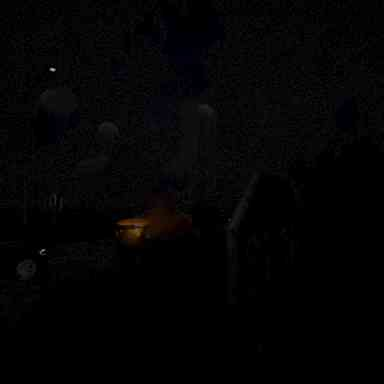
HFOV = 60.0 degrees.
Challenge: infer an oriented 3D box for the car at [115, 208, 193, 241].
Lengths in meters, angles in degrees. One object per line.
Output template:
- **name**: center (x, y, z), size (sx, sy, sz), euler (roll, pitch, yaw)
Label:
- **car**: center (-1.946, 1.654, 18.296), size (1.882, 1.535, 5.008), euler (0, 0, 37)

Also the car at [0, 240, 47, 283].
- **car**: center (-6.081, 1.636, 8.044), size (1.882, 1.535, 5.008), euler (0, -1, 37)

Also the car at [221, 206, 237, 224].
- **car**: center (4.167, 1.764, 26.451), size (1.812, 1.442, 4.674), euler (0, 0, 37)
